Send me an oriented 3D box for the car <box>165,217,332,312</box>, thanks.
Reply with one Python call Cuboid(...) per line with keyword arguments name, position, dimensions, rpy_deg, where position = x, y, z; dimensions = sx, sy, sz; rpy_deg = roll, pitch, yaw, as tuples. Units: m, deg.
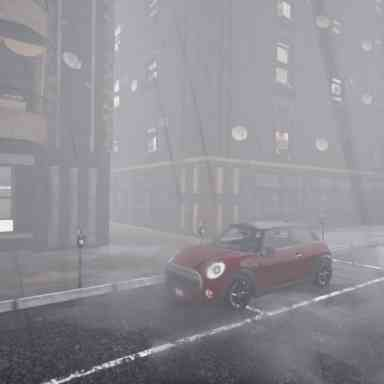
Cuboid(name="car", position=(1.373, 1.442, 7.684), dimensions=(4.097, 1.590, 1.967), rpy_deg=(0, 1, -36))
